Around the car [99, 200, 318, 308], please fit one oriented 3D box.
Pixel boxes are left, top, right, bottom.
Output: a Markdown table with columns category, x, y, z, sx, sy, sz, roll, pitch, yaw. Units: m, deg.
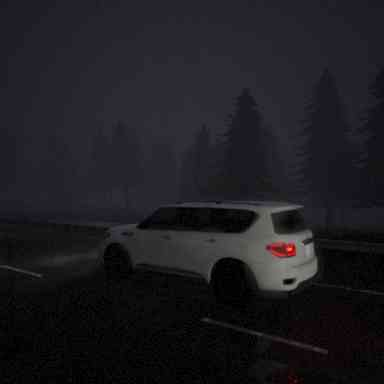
| category | x | y | z | sx | sy | sz | roll | pitch | yaw |
| --- | --- | --- | --- | --- | --- | --- | --- | --- | --- |
| car | 0.137 | 1.224 | 8.198 | 5.566 | 2.045 | 2.150 | 0 | 0 | 36 |
